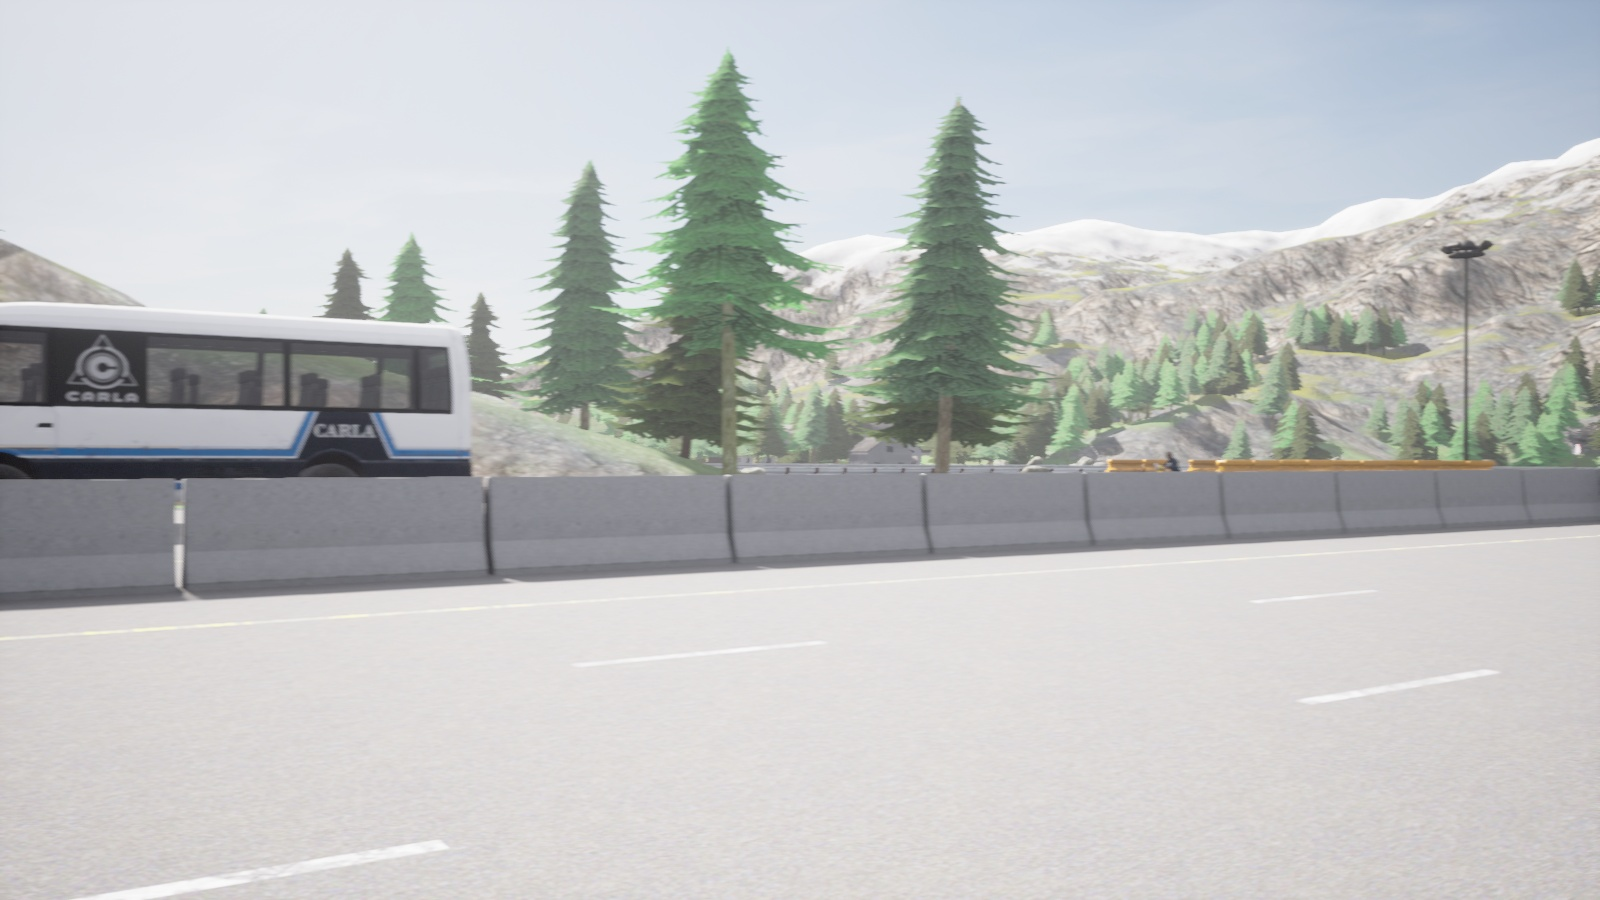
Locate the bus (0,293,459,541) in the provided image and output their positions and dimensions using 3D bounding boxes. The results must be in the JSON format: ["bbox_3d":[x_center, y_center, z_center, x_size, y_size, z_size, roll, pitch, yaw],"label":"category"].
[{"bbox_3d":[-12.397,-0.562,24.717,10.273,4.253,3.944,0,0,-33],"label":"bus"}]
